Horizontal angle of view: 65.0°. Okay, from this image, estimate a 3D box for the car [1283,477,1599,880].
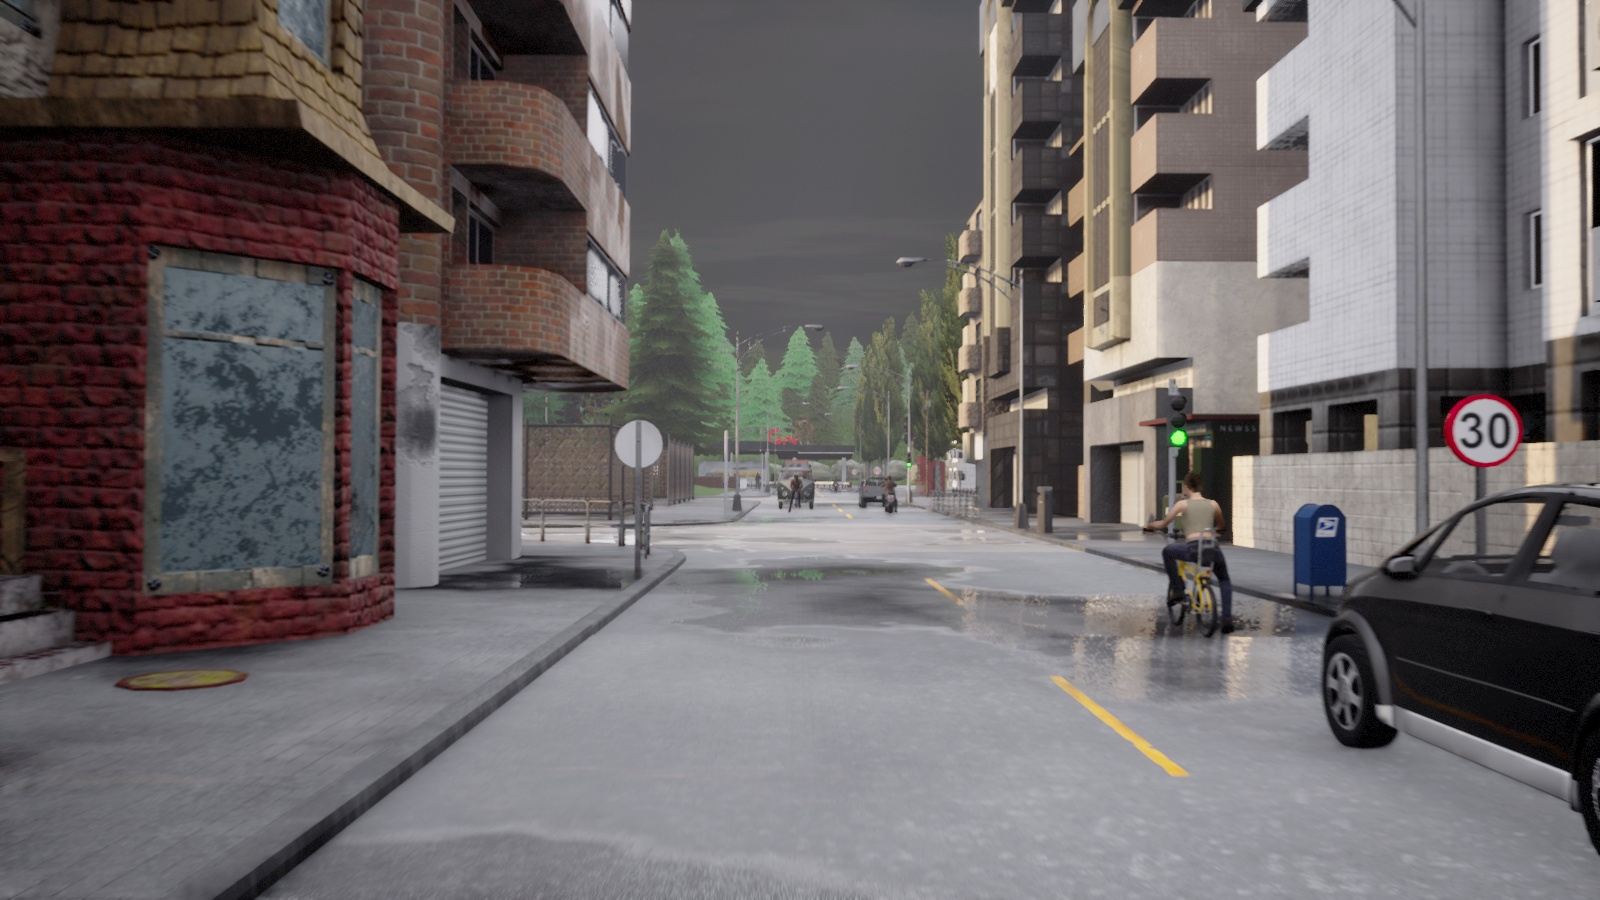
[{"bbox_3d":[3.984,0.912,6.154,1.789,1.549,3.705,0,-1,0],"label":"car"}]

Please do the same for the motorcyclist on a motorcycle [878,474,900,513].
[{"bbox_3d":[3.841,1.881,54.192,0.766,1.649,2.350,0,-1,0],"label":"motorcyclist on a motorcycle"}]

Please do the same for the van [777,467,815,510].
[{"bbox_3d":[-0.180,1.830,60.515,1.775,1.987,4.442,0,-1,0],"label":"van"}]

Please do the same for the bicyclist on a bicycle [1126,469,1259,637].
[{"bbox_3d":[3.979,1.009,12.855,0.866,1.612,1.509,0,-1,0],"label":"bicyclist on a bicycle"}]

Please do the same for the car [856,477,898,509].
[{"bbox_3d":[3.816,2.118,62.562,1.845,1.501,3.633,0,-1,0],"label":"car"}]
